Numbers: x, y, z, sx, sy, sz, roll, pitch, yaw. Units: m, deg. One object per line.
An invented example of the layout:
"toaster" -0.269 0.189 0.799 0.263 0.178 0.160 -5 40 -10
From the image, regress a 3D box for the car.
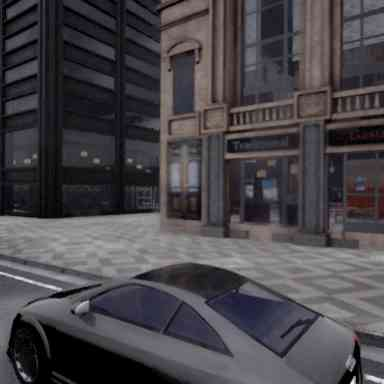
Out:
"car" -0.325 1.573 3.903 4.181 1.385 1.994 0 0 36
